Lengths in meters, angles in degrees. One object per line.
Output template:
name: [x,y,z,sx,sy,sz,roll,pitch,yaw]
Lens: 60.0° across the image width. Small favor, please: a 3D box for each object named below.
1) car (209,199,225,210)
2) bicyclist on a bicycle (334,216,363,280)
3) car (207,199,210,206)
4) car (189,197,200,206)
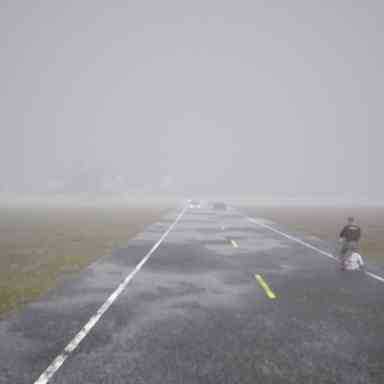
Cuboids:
car: [4.311,2.072,53.825,1.882,1.535,5.008,2,0,0]
bicyclist on a bicycle: [4.593,1.574,9.853,0.659,1.776,1.843,2,0,1]
car: [4.258,2.306,72.592,2.128,1.511,4.902,2,-1,0]
car: [0.756,2.296,73.892,1.895,1.301,4.718,2,-1,0]
